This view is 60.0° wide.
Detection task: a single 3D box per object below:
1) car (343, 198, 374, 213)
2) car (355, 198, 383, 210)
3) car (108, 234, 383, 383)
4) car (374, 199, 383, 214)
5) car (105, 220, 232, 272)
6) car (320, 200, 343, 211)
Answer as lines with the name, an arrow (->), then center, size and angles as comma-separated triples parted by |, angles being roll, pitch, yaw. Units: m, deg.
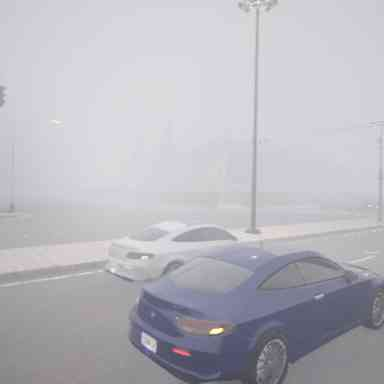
car -> 20.771, 1.678, 39.730 | 5.357, 1.411, 2.033 | 1, 0, -37
car -> 25.684, 1.649, 47.813 | 5.008, 1.535, 1.882 | 1, 0, -37
car -> 1.308, 1.509, 5.147 | 4.674, 1.442, 1.812 | 1, 1, -39
car -> 22.474, 1.536, 36.628 | 4.553, 1.767, 2.097 | 1, 0, -37
car -> 0.085, 1.463, 8.671 | 4.674, 1.442, 1.812 | 1, 1, -39
car -> 18.385, 1.668, 42.315 | 4.718, 1.301, 1.895 | 1, 0, -37
